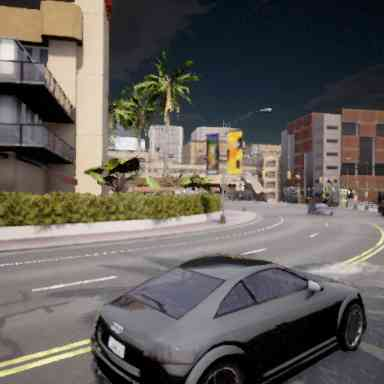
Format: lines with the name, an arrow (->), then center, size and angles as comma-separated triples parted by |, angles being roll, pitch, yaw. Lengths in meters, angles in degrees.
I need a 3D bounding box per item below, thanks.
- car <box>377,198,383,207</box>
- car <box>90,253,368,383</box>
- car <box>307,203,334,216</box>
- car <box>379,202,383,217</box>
car -> 37.420, 2.050, 62.565 | 2.185, 1.767, 4.553 | 1, 0, -10
car -> 0.750, 1.608, 4.756 | 4.181, 1.385, 1.994 | 1, -1, -40
car -> 14.856, 1.999, 38.660 | 1.812, 1.442, 4.674 | 0, 0, 2
car -> 21.529, 1.669, 34.595 | 2.150, 2.045, 5.566 | 0, 0, 8
